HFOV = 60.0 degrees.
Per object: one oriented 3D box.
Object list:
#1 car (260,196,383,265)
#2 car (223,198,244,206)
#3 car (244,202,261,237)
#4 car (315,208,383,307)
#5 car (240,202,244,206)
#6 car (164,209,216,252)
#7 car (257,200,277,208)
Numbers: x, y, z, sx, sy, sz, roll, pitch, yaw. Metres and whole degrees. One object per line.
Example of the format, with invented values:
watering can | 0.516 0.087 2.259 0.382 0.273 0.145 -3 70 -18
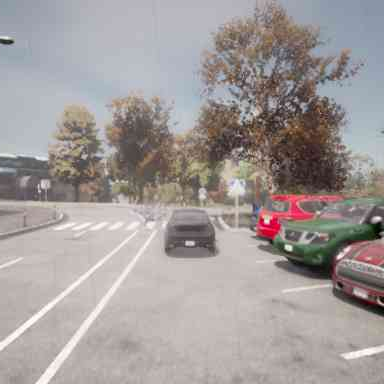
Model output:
car | 5.224 1.206 10.095 5.566 2.045 2.435 1 1 -21
car | 10.813 2.500 85.969 5.566 2.045 2.150 0 0 30
car | 5.224 1.187 13.097 5.566 2.045 2.435 1 0 -21
car | 5.317 1.351 7.151 4.553 1.767 2.185 1 1 -21
car | 5.128 1.419 16.058 4.892 1.521 2.231 1 0 -22
car | -0.096 1.449 13.533 1.837 1.490 4.892 0 0 -1
car | 17.614 2.794 78.037 1.837 1.490 4.892 0 0 -30
